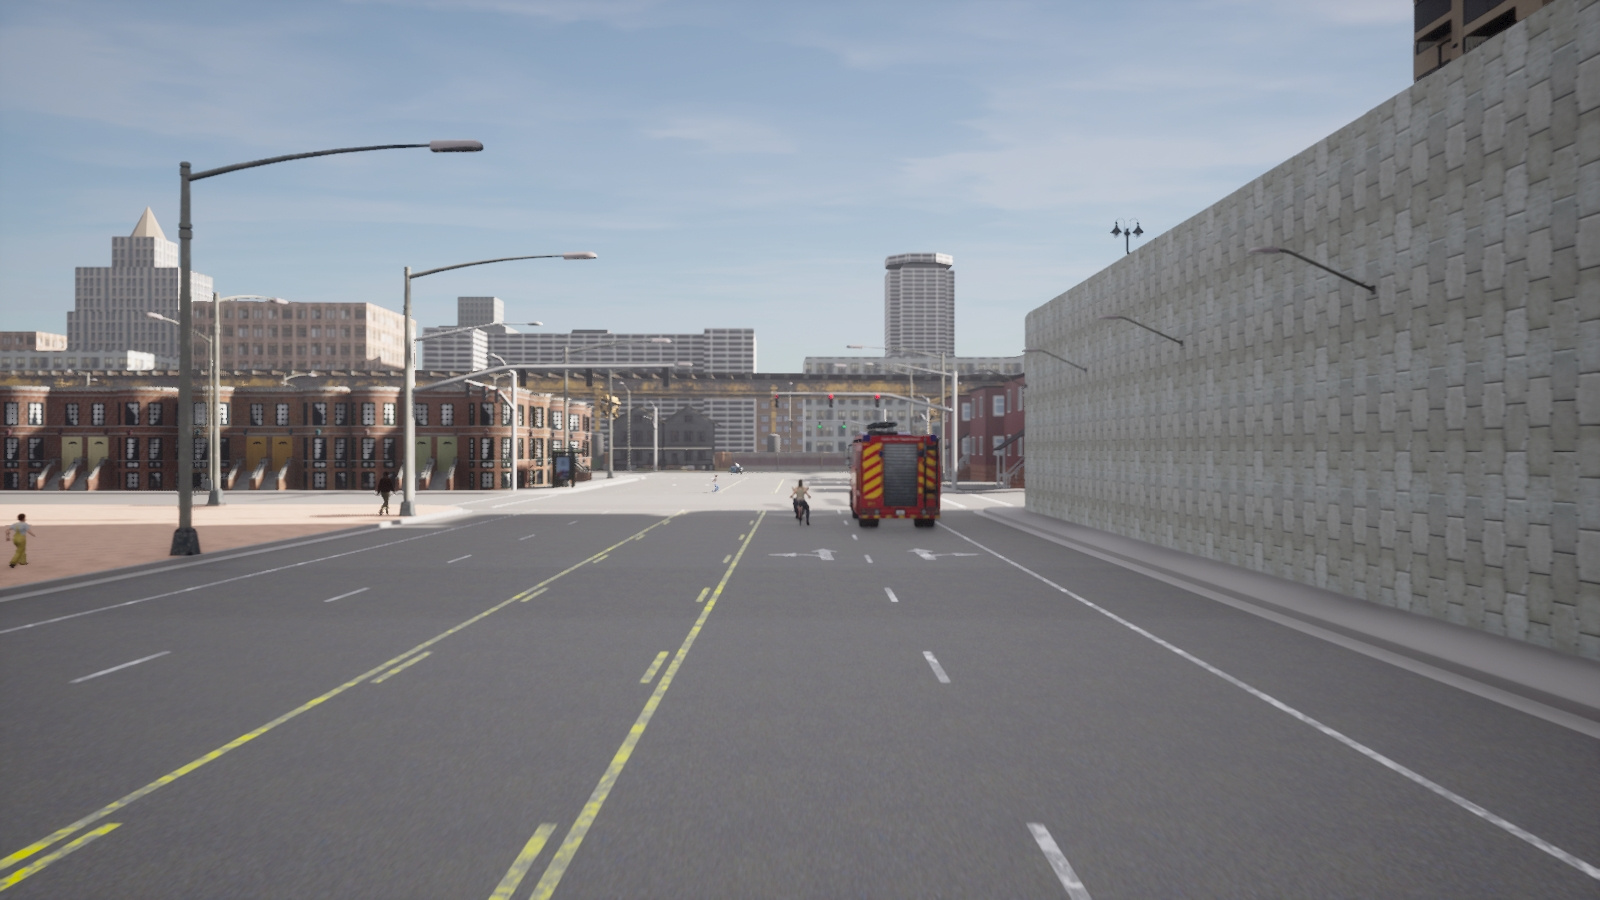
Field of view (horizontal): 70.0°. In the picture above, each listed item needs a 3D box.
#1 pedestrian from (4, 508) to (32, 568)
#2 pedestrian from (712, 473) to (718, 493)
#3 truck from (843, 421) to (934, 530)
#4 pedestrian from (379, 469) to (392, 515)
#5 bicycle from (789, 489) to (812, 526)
[{"bbox_3d":[-17.656,1.982,25.806,0.375,1.300,0.375,0,0,11],"label":"pedestrian"},{"bbox_3d":[-5.477,2.129,73.522,0.375,1.300,0.375,0,0,0],"label":"pedestrian"},{"bbox_3d":[3.263,0.891,44.424,2.891,3.827,8.468,0,0,0],"label":"truck"},{"bbox_3d":[-16.764,1.697,46.177,0.375,1.860,0.375,0,0,8],"label":"pedestrian"},{"bbox_3d":[0.013,2.145,42.602,0.859,1.301,1.487,0,0,0],"label":"bicycle"}]
